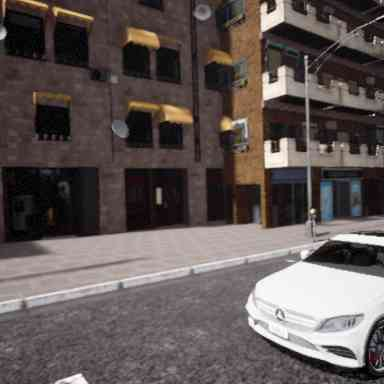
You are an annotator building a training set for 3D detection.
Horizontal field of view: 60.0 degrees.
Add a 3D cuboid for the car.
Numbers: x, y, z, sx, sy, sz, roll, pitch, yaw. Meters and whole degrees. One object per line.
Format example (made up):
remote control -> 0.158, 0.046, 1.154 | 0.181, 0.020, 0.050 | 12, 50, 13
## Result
car -> 2.998, 1.427, 5.530 | 4.674, 1.442, 1.812 | -2, 1, -35
